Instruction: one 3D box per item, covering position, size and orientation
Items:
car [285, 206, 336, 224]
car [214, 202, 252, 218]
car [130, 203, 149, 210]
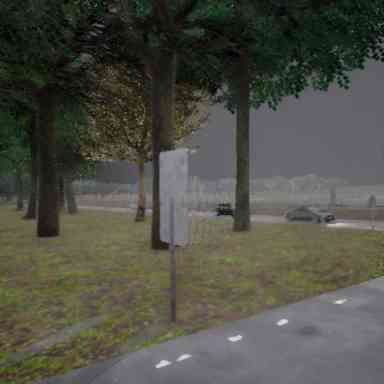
[{"bbox_3d":[10.177,1.963,28.871,1.994,1.385,4.181,-1,0,-35],"label":"car"},{"bbox_3d":[4.482,1.933,36.943,2.097,1.767,4.553,-1,0,-35],"label":"car"},{"bbox_3d":[-9.977,2.647,62.375,1.895,1.301,4.718,-1,0,-35],"label":"car"}]
